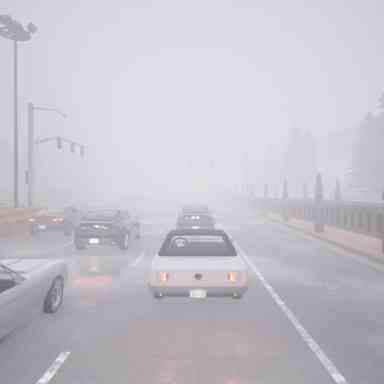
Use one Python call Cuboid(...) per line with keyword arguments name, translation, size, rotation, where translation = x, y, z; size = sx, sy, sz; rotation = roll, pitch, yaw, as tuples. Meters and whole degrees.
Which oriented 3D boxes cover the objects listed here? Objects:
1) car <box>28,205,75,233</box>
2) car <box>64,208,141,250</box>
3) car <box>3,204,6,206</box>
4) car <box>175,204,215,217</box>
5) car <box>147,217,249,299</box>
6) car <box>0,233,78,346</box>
Cuboid(name="car", translation=(-6.847, 1.409, 17.441), size=(1.812, 1.442, 4.674), rotation=(0, 0, -1))
Cuboid(name="car", translation=(-3.341, 1.414, 13.813), size=(1.837, 1.490, 4.892), rotation=(0, 0, 0))
Cuboid(name="car", translation=(-13.895, 1.021, 21.544), size=(1.994, 1.385, 4.181), rotation=(0, 0, 0))
Cuboid(name="car", translation=(0.182, 1.388, 17.536), size=(1.837, 1.490, 4.892), rotation=(0, 0, 0))
Cuboid(name="car", translation=(0.129, 1.550, 8.276), size=(1.895, 1.301, 4.718), rotation=(0, 0, 0))
Cuboid(name="car", translation=(-3.386, 1.577, 4.586), size=(1.895, 1.301, 4.718), rotation=(0, 0, 0))
